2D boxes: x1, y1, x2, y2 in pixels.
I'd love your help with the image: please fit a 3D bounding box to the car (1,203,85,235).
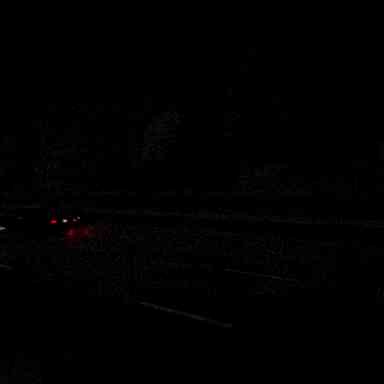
[{"bbox_3d":[-8.652,1.557,18.777,5.357,1.411,2.033,0,0,36],"label":"car"}]
